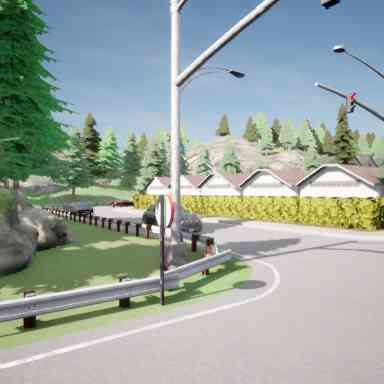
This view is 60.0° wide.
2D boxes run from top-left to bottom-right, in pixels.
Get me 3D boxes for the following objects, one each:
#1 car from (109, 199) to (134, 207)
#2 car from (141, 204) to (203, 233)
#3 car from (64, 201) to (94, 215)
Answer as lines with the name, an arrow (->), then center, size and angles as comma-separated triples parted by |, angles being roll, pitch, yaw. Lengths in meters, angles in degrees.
car -> -11.010, 1.777, 53.305 | 1.895, 1.301, 4.718 | 0, 0, 33
car -> -1.304, 1.544, 20.485 | 2.097, 1.767, 4.553 | 0, 0, -35
car -> -12.364, 1.738, 36.081 | 2.033, 1.411, 5.357 | 0, 0, -36
